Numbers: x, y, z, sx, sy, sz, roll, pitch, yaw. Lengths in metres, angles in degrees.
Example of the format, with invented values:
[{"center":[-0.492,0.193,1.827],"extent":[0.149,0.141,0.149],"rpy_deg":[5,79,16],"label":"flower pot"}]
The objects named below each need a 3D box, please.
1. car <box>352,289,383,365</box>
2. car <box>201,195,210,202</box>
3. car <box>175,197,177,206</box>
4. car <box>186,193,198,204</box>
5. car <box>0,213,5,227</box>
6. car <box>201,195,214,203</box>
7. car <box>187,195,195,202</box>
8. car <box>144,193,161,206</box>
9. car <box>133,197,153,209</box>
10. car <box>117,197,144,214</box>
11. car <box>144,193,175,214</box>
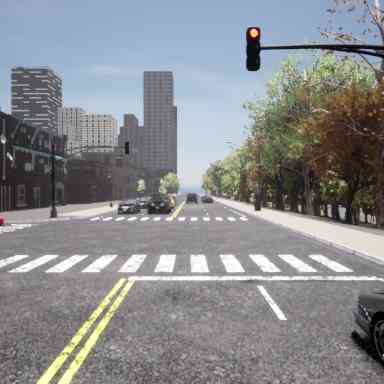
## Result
[{"center":[3.345,1.547,2.563],"extent":[2.033,1.411,5.357],"rpy_deg":[0,0,0],"label":"car"},{"center":[3.103,1.447,75.908],"extent":[1.882,1.535,5.008],"rpy_deg":[0,0,0],"label":"car"},{"center":[-3.425,1.462,45.898],"extent":[1.882,1.535,5.008],"rpy_deg":[0,0,0],"label":"car"},{"center":[-0.027,1.197,65.386],"extent":[2.150,2.045,5.566],"rpy_deg":[0,0,0],"label":"car"},{"center":[-13.115,1.342,17.681],"extent":[5.566,2.045,2.150],"rpy_deg":[-1,1,-3],"label":"car"},{"center":[3.223,1.539,65.880],"extent":[1.994,1.385,4.181],"rpy_deg":[0,0,0],"label":"car"},{"center":[-0.150,1.494,75.814],"extent":[1.812,1.442,4.674],"rpy_deg":[0,0,0],"label":"car"},{"center":[-6.694,1.201,56.663],"extent":[2.150,2.045,5.566],"rpy_deg":[0,0,1],"label":"car"},{"center":[-6.675,1.476,45.974],"extent":[2.128,1.511,4.902],"rpy_deg":[0,0,0],"label":"car"},{"center":[-6.661,1.480,35.573],"extent":[2.128,1.511,4.902],"rpy_deg":[0,0,0],"label":"car"},{"center":[-3.421,1.210,35.900],"extent":[2.150,2.045,5.566],"rpy_deg":[0,0,1],"label":"car"}]
